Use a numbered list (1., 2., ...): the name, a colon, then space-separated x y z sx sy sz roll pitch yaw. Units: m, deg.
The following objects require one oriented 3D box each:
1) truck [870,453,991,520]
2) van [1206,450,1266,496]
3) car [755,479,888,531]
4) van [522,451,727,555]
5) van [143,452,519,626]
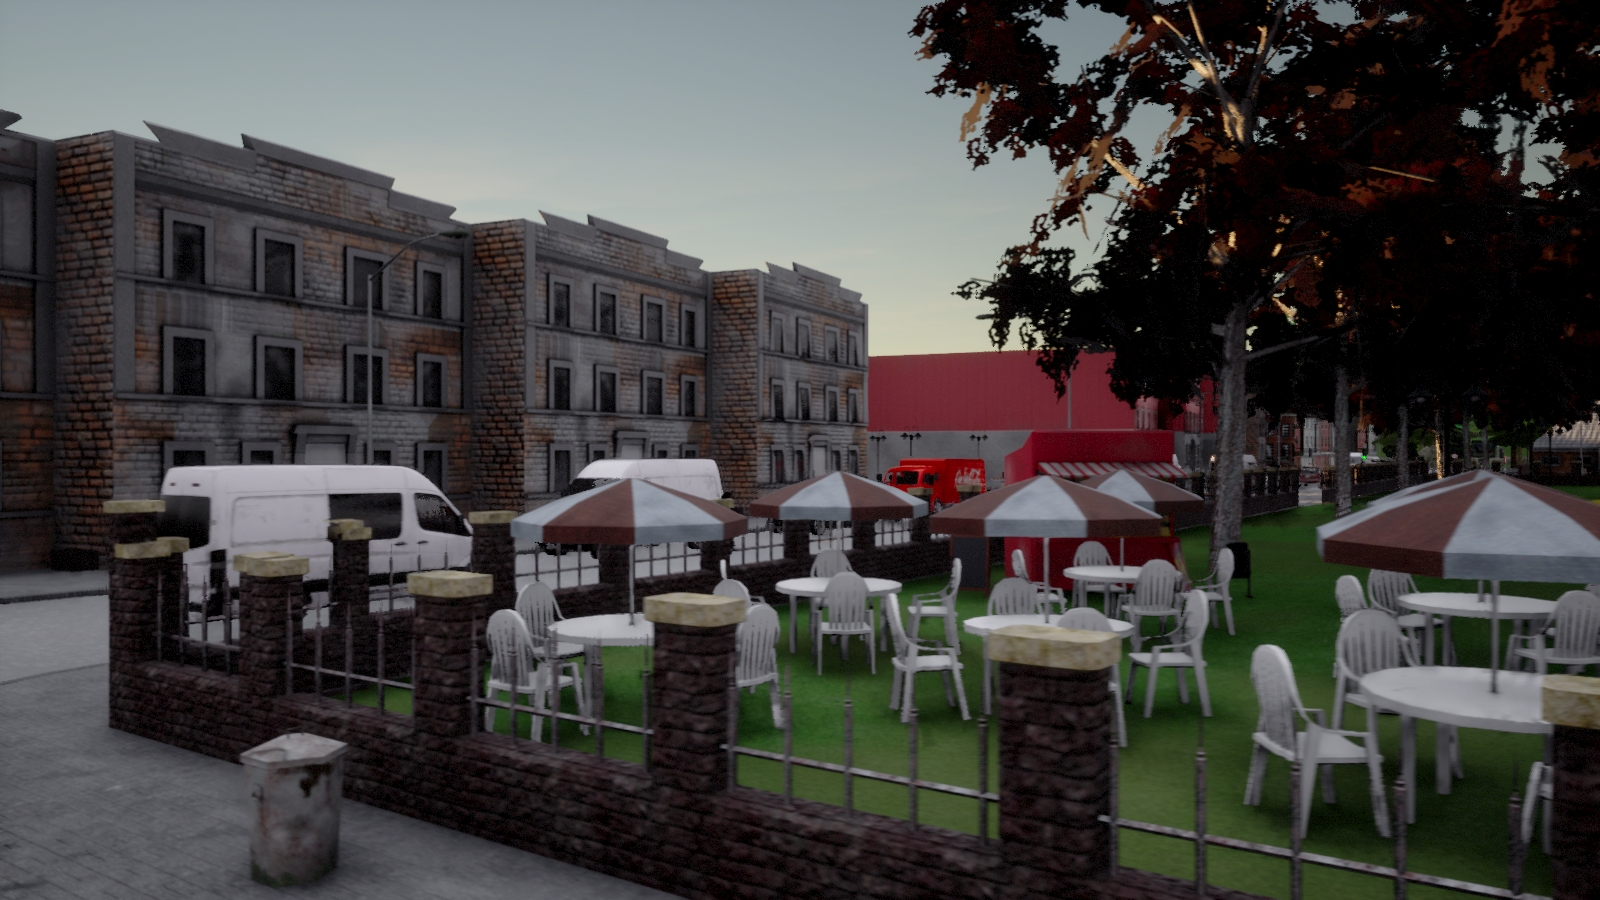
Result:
1. truck: 5.240 1.346 45.271 2.627 2.467 5.204 0 0 35
2. van: 25.973 1.315 67.936 1.988 2.561 5.915 0 0 35
3. car: 0.803 1.814 38.937 2.097 1.535 5.006 0 0 35
4. van: -4.619 1.315 31.182 1.988 2.561 5.915 0 0 35
5. van: -7.832 1.314 19.838 1.988 2.561 5.915 0 0 35
